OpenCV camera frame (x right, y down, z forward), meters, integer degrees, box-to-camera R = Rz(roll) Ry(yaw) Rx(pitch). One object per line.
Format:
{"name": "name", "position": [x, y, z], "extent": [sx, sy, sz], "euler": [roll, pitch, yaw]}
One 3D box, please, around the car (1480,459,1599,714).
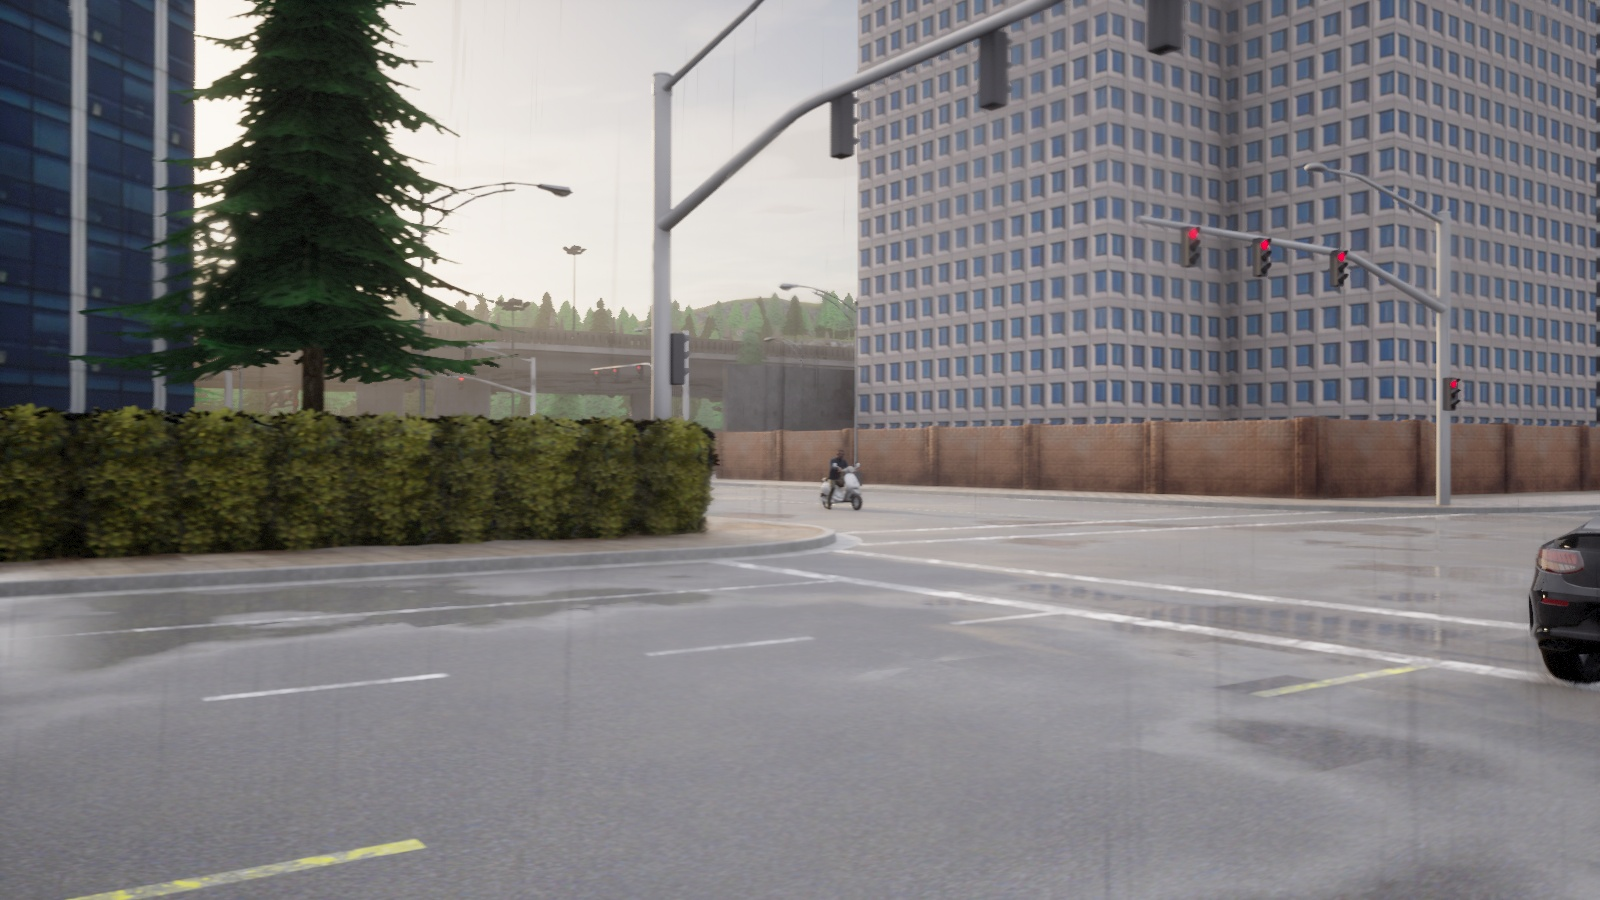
{"name": "car", "position": [6.587, 0.777, 8.269], "extent": [4.674, 1.442, 1.812], "euler": [0, 0, -35]}

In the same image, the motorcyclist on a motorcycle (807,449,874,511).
{"name": "motorcyclist on a motorcycle", "position": [1.050, 0.777, 33.131], "extent": [0.866, 1.590, 1.817], "euler": [0, 0, -34]}
